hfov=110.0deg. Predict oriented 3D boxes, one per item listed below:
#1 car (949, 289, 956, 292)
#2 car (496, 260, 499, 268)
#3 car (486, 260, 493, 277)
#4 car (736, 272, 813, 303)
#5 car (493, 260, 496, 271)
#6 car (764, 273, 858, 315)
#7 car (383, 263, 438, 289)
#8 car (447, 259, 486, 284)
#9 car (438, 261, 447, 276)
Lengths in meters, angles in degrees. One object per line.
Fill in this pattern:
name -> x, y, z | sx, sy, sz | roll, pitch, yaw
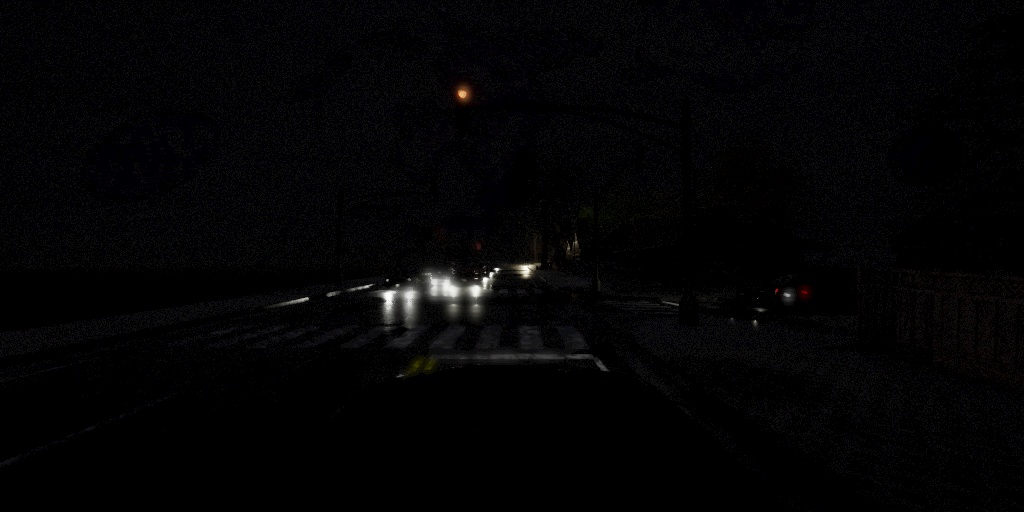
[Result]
car -> 23.676, 1.752, 16.950 | 5.357, 1.411, 2.033 | 1, -2, -3
car -> -3.254, 1.381, 61.046 | 1.895, 1.301, 4.718 | 0, 0, 0
car -> -3.342, 1.108, 35.688 | 2.097, 1.767, 4.553 | 0, 0, 0
car -> 13.066, 1.508, 16.556 | 5.008, 1.535, 1.882 | 1, -2, -2
car -> -3.332, 1.283, 45.609 | 1.812, 1.442, 4.674 | 0, 0, 0
car -> 12.479, 1.498, 13.681 | 4.181, 1.385, 1.994 | 1, -2, -2
car -> -6.579, 1.305, 23.286 | 2.033, 1.411, 5.357 | 0, 0, 0
car -> -3.304, 1.109, 26.859 | 2.097, 1.767, 4.553 | 0, 0, -1
car -> -6.593, 1.248, 35.022 | 2.128, 1.511, 4.902 | 0, 0, 0
